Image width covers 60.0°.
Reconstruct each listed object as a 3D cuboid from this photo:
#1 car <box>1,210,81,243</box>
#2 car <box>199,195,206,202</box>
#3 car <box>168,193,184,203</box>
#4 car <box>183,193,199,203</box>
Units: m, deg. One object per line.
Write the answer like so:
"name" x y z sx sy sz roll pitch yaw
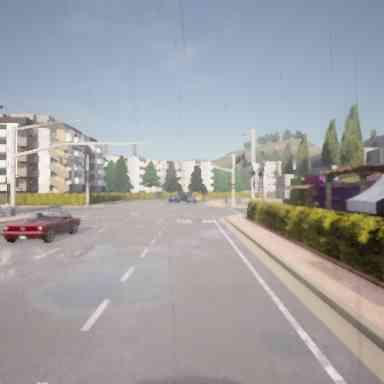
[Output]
"car" -7.042 1.591 16.058 1.895 1.301 4.718 0 0 1
"car" 1.780 1.427 78.122 1.882 1.535 5.008 0 0 18
"car" -3.550 1.317 68.491 2.097 1.767 4.553 0 0 5
"car" -0.077 1.501 67.692 2.033 1.411 5.357 0 0 2
